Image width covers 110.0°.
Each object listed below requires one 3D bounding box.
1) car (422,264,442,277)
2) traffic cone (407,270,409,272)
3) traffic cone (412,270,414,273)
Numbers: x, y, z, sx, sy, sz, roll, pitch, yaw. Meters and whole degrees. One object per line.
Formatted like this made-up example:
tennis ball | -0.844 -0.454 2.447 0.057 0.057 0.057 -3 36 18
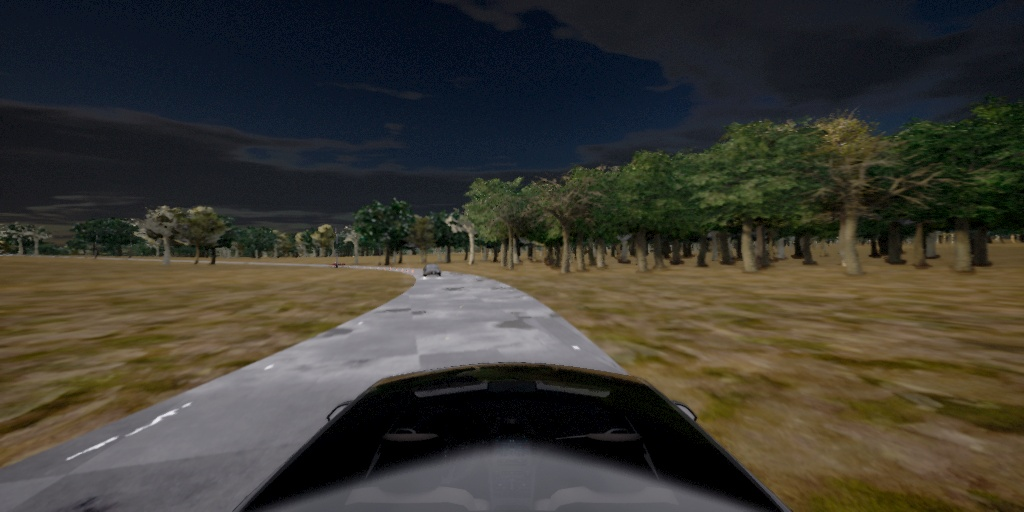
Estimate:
car | -9.315 1.665 41.645 1.837 1.490 4.892 -1 -1 -18
traffic cone | -16.751 2.316 57.705 0.340 0.580 0.340 0 0 -25
traffic cone | -14.729 2.265 53.244 0.340 0.580 0.340 0 0 -23
